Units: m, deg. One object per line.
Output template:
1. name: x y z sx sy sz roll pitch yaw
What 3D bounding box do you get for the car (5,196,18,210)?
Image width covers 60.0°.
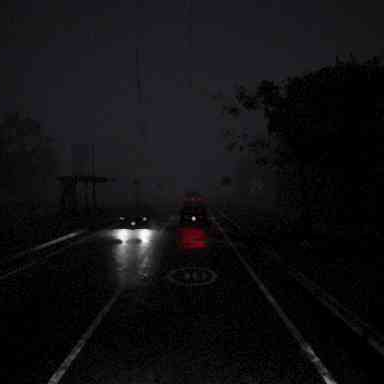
1. car: -22.122 1.111 36.378 4.553 1.767 2.185 0 0 0

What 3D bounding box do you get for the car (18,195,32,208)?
1. car: -22.099 1.217 39.154 5.008 1.535 2.097 0 0 0

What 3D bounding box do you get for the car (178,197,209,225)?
1. car: 0.108 1.352 22.889 1.837 1.490 4.892 0 1 0

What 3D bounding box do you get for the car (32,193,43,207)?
1. car: -22.090 1.199 41.930 4.892 1.521 2.231 0 0 0

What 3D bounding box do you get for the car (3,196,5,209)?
1. car: -22.085 1.296 33.604 4.674 1.452 2.002 0 0 0

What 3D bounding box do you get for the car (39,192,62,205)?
1. car: -21.916 1.158 47.478 5.366 1.575 1.946 0 0 0

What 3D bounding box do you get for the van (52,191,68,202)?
1. van: -21.990 0.899 53.028 4.442 1.987 1.878 0 0 0

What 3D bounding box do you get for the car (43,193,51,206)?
1. car: -22.128 1.209 44.704 4.792 1.488 2.163 0 0 0

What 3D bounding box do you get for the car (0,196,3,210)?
1. car: -8.954 1.178 9.506 5.566 2.045 2.435 0 0 0

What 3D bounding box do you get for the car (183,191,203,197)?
1. car: 0.122 0.858 40.896 2.150 2.045 5.566 0 1 0

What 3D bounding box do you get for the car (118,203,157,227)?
1. car: -3.343 1.404 21.567 2.033 1.411 5.357 0 0 0

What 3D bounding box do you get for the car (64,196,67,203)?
1. car: -22.134 1.173 50.256 4.792 1.488 2.163 0 0 0
